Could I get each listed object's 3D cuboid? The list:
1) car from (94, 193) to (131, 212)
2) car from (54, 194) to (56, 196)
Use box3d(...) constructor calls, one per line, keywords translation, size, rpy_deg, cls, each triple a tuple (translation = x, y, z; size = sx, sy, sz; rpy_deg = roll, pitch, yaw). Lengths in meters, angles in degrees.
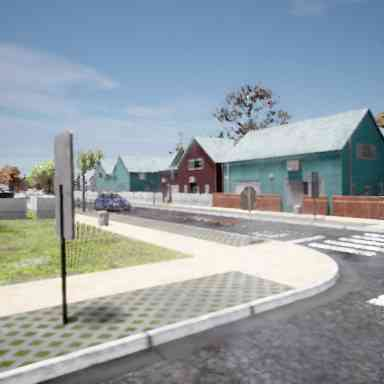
box3d(translation=(-7.607, 0.910, 31.623), size=(2.097, 1.767, 4.553), rpy_deg=(-2, 2, -36), cls="car")
box3d(translation=(-18.493, 0.943, 46.984), size=(2.033, 1.411, 5.357), rpy_deg=(-2, 2, -36), cls="car")
